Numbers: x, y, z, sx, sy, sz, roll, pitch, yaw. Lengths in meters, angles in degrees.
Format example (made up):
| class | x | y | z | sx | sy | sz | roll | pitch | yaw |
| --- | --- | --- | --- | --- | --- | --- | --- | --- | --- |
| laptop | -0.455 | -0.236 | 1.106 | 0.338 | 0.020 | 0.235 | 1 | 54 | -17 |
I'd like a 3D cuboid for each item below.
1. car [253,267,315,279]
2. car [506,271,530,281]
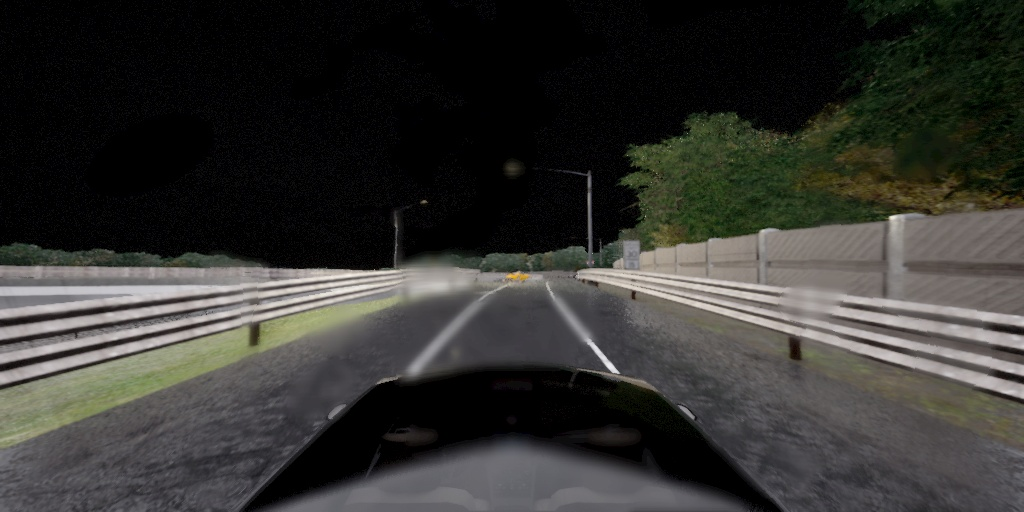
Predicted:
| class | x | y | z | sx | sy | sz | roll | pitch | yaw |
| --- | --- | --- | --- | --- | --- | --- | --- | --- | --- |
| car | -21.078 | 1.783 | 33.448 | 5.008 | 1.535 | 1.882 | 3 | -4 | -38 |
| car | 1.081 | 3.203 | 57.060 | 1.882 | 1.535 | 5.008 | -2 | -4 | 35 |
